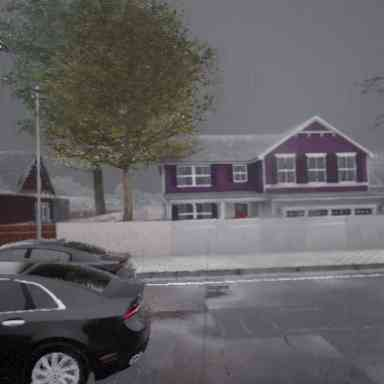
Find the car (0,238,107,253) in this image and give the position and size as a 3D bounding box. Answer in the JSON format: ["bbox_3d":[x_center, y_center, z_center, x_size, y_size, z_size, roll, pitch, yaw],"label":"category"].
[{"bbox_3d":[-3.830,1.872,7.727,5.008,1.535,1.882,-1,-2,-5],"label":"car"}]

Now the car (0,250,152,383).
[{"bbox_3d":[-3.021,1.759,4.541,4.892,1.490,1.837,-1,-2,-5],"label":"car"}]
